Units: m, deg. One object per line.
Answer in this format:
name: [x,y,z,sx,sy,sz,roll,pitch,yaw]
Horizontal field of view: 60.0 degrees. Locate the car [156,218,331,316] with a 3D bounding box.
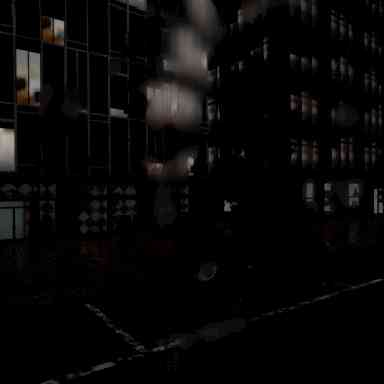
car: [1.217,1.439,7.429,4.097,1.590,1.967,0,-1,-35]
